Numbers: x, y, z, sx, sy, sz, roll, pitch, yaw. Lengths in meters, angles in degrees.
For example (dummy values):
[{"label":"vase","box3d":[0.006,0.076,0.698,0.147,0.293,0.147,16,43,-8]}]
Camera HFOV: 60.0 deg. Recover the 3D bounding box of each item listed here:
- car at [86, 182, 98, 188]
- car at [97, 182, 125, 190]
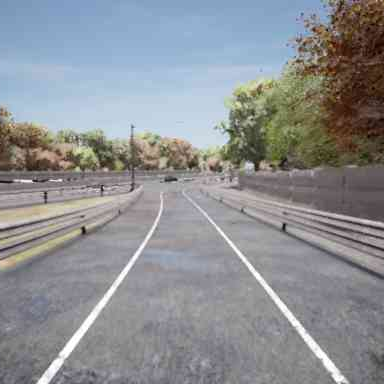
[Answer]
[{"label":"car","box3d":[-17.904,-1.238,63.627,2.033,1.411,5.357,1,4,20]},{"label":"car","box3d":[-13.247,-0.828,56.066,1.882,1.535,5.008,1,4,20]}]
